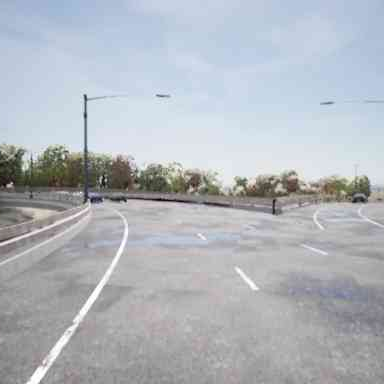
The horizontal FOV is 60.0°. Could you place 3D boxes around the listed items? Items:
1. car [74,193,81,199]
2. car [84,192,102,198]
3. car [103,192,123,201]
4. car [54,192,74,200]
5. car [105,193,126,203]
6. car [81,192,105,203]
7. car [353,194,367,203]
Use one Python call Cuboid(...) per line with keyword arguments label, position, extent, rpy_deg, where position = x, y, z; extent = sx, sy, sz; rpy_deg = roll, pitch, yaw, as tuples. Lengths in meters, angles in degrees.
Cuboid(label="car", position=(-24.216, 0.864, 71.705), extent=(1.812, 1.442, 4.674), rpy_deg=(-1, 1, -42))
Cuboid(label="car", position=(-22.439, 0.725, 74.959), extent=(1.895, 1.301, 4.718), rpy_deg=(-1, 1, -44))
Cuboid(label="car", position=(-15.986, 0.871, 67.138), extent=(2.128, 1.511, 4.902), rpy_deg=(-1, 1, -39))
Cuboid(label="car", position=(-27.471, 0.869, 70.087), extent=(1.837, 1.490, 4.892), rpy_deg=(-1, 1, -44))
Cuboid(label="car", position=(-12.599, 0.965, 55.953), extent=(1.837, 1.490, 4.892), rpy_deg=(0, 0, -31))
Cuboid(label="car", position=(-16.603, 0.956, 55.721), extent=(1.882, 1.535, 5.008), rpy_deg=(0, 1, -32))
Cuboid(label="car", position=(28.052, 1.110, 55.435), extent=(1.837, 1.490, 4.892), rpy_deg=(0, -1, 33))
